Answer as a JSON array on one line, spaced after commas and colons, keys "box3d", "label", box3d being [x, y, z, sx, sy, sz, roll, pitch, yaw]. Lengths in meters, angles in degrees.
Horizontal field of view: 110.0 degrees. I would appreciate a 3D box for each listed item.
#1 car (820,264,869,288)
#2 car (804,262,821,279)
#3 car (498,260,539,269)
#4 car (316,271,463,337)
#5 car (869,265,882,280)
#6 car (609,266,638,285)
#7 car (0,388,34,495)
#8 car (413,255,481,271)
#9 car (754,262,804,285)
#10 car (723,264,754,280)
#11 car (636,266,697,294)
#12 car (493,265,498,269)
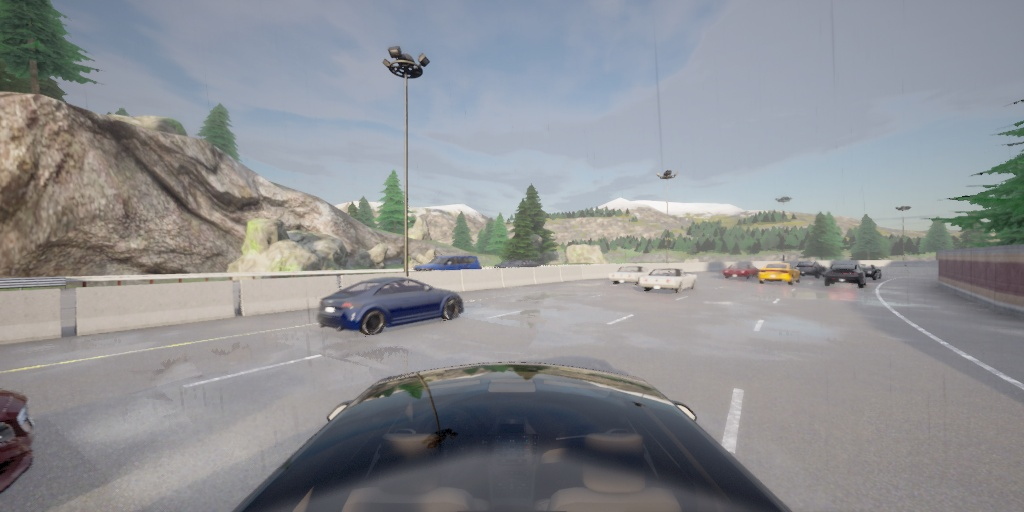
[{"box3d": [22.467, 1.265, 24.145, 4.892, 1.490, 1.837, 0, 0, -43], "label": "car"}, {"box3d": [27.642, 1.255, 33.243, 4.902, 1.511, 2.128, 0, 0, -39], "label": "car"}, {"box3d": [1.107, 1.254, 42.743, 4.902, 1.511, 2.128, 0, 0, -44], "label": "car"}, {"box3d": [-3.381, 1.316, 10.582, 1.994, 1.385, 4.181, 0, 0, 35], "label": "car"}, {"box3d": [30.396, 1.364, 30.989, 4.718, 1.301, 1.895, 0, 0, -39], "label": "car"}, {"box3d": [8.790, 1.359, 25.380, 1.895, 1.301, 4.718, 0, 0, 43], "label": "car"}, {"box3d": [-5.476, 1.274, 1.189, 1.812, 1.442, 4.674, 0, 0, 32], "label": "car"}, {"box3d": [-4.669, 0.978, 26.364, 2.150, 2.045, 5.566, 0, 0, 40], "label": "car"}, {"box3d": [19.713, 1.238, 26.354, 5.008, 1.535, 1.882, 0, 0, -44], "label": "car"}, {"box3d": [20.583, 1.363, 31.899, 4.718, 1.301, 1.895, 0, 0, -41], "label": "car"}, {"box3d": [9.110, 1.357, 20.590, 1.895, 1.301, 4.718, 0, 0, 41], "label": "car"}, {"box3d": [-0.423, 1.327, 46.116, 4.181, 1.385, 1.994, 0, 0, -44], "label": "car"}]
